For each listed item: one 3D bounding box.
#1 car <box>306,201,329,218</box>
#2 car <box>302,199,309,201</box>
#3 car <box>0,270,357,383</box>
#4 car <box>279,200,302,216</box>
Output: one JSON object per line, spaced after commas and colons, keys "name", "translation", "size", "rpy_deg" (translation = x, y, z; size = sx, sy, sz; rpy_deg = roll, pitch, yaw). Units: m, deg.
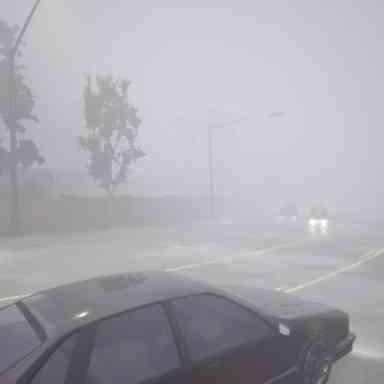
{"name": "car", "translation": [14.028, 2.054, 36.673], "size": [2.128, 1.511, 4.902], "rpy_deg": [-1, -1, 21]}
{"name": "car", "translation": [27.282, 2.402, 80.551], "size": [1.812, 1.442, 4.674], "rpy_deg": [-1, -1, 21]}
{"name": "car", "translation": [-0.441, 1.605, 3.465], "size": [5.357, 1.411, 2.033], "rpy_deg": [0, -1, -37]}
{"name": "car", "translation": [12.188, 2.049, 41.614], "size": [2.097, 1.767, 4.553], "rpy_deg": [-1, -1, 21]}
